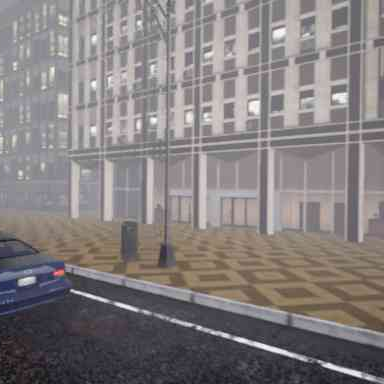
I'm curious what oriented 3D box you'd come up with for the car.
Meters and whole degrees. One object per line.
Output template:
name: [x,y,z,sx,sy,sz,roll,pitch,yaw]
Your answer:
car: [-4.765,1.520,7.014,5.357,1.411,2.033,0,0,36]
